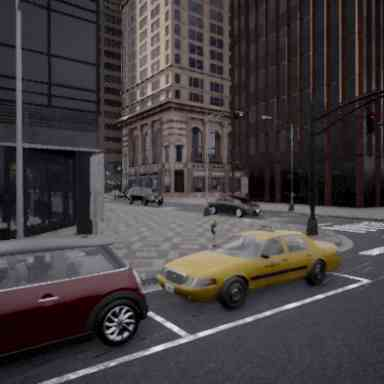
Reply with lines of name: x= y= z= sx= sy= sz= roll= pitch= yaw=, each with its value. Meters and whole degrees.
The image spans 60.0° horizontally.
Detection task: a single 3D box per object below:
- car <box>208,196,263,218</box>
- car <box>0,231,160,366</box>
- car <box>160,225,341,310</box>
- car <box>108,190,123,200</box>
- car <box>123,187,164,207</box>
car: x=3.217 y=1.063 z=25.379 sx=1.837 sy=1.490 sz=4.892 roll=0 pitch=1 yaw=-36
car: x=-2.771 y=1.440 z=4.672 sx=4.097 sy=1.590 sz=1.967 roll=0 pitch=0 yaw=-36
car: x=1.531 y=1.494 z=7.746 sx=4.829 sy=1.417 sz=1.752 roll=0 pitch=0 yaw=-36
car: x=-11.356 y=0.493 z=51.089 sx=1.837 sy=1.490 sz=4.892 roll=0 pitch=1 yaw=-35
car: x=-5.274 y=0.503 z=37.213 sx=2.150 sy=2.045 sz=5.566 roll=0 pitch=1 yaw=-36
